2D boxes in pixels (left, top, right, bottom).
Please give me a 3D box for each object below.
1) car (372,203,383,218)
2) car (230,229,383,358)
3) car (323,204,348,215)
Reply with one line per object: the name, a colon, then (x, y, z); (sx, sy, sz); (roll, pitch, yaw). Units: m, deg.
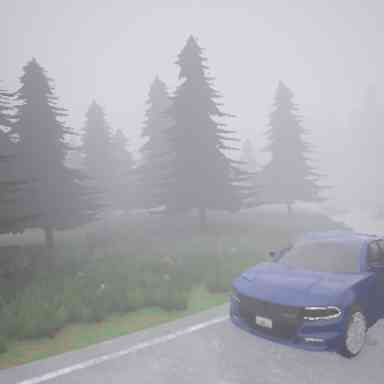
car: (21.010, 1.983, 36.268); (2.128, 1.511, 4.902); (-3, -2, 17)
car: (2.737, 1.541, 6.379); (1.882, 1.535, 5.008); (-1, -1, 44)
car: (20.189, 2.445, 46.906); (1.882, 1.535, 5.008); (-3, -2, 2)
